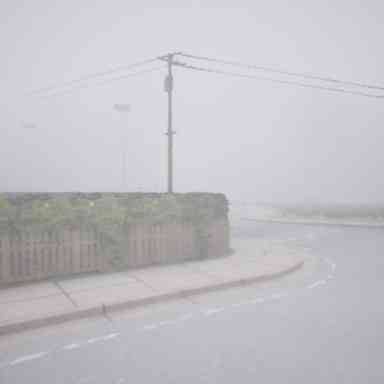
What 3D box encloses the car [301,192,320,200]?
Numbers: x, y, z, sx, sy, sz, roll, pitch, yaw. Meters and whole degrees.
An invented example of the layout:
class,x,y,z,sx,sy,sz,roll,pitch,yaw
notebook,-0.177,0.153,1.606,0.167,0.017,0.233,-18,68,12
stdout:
class,x,y,z,sx,sy,sz,roll,pitch,yaw
car,19.530,1.238,54.398,2.242,1.667,4.611,0,0,33
